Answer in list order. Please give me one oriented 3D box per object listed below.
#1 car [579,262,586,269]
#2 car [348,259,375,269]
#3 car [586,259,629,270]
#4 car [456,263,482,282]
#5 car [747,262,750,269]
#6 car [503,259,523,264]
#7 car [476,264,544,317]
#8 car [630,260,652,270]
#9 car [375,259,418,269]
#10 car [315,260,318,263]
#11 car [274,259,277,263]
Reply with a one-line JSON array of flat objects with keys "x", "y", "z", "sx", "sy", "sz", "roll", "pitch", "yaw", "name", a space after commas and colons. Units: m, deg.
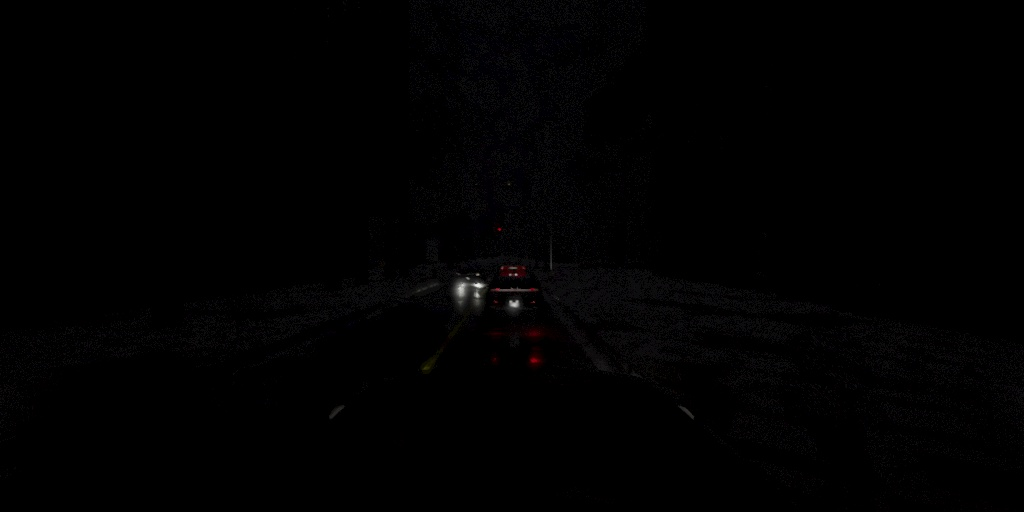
[{"x": 12.304, "y": 1.160, "z": 54.761, "sx": 4.097, "sy": 1.591, "sz": 1.967, "roll": 0, "pitch": 0, "yaw": 0, "name": "car"}, {"x": -20.083, "y": 1.068, "z": 46.113, "sx": 4.507, "sy": 1.381, "sz": 1.888, "roll": 0, "pitch": 0, "yaw": 0, "name": "car"}, {"x": 12.306, "y": 1.166, "z": 46.236, "sx": 4.403, "sy": 1.370, "sz": 2.007, "roll": 0, "pitch": 0, "yaw": 0, "name": "car"}, {"x": -3.100, "y": 1.227, "z": 28.142, "sx": 2.033, "sy": 1.411, "sz": 5.357, "roll": 0, "pitch": 0, "yaw": 0, "name": "car"}, {"x": 34.978, "y": 1.407, "z": 54.847, "sx": 4.207, "sy": 1.307, "sz": 1.802, "roll": 0, "pitch": 0, "yaw": 0, "name": "car"}, {"x": 0.074, "y": 1.031, "z": 27.906, "sx": 2.097, "sy": 1.767, "sz": 4.553, "roll": 0, "pitch": 0, "yaw": 0, "name": "car"}, {"x": 0.083, "y": 1.212, "z": 12.954, "sx": 2.128, "sy": 1.511, "sz": 4.902, "roll": 0, "pitch": 0, "yaw": 0, "name": "car"}, {"x": 17.976, "y": 1.202, "z": 46.258, "sx": 4.313, "sy": 1.339, "sz": 1.948, "roll": 0, "pitch": 0, "yaw": 0, "name": "car"}, {"x": -14.613, "y": 1.061, "z": 46.134, "sx": 4.829, "sy": 1.417, "sz": 1.751, "roll": 0, "pitch": 0, "yaw": 0, "name": "car"}, {"x": -30.984, "y": 1.153, "z": 54.596, "sx": 4.507, "sy": 1.381, "sz": 1.888, "roll": 0, "pitch": 0, "yaw": 0, "name": "car"}, {"x": -30.683, "y": 1.069, "z": 46.073, "sx": 4.313, "sy": 1.339, "sz": 1.948, "roll": 0, "pitch": 0, "yaw": 0, "name": "car"}]
